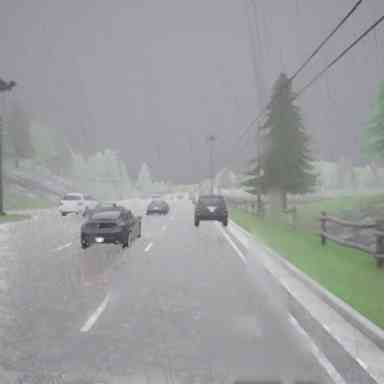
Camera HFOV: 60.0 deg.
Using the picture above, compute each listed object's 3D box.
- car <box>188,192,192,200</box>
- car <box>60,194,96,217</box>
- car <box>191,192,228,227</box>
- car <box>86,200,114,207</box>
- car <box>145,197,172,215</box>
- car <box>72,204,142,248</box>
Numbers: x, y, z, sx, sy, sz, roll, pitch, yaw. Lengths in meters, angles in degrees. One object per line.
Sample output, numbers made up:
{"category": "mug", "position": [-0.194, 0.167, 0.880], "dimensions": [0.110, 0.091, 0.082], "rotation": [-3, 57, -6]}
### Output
{"category": "car", "position": [0.000, 1.452, 87.343], "dimensions": [2.128, 1.511, 4.902], "rotation": [0, 0, 0]}
{"category": "car", "position": [-10.400, 1.196, 31.057], "dimensions": [2.150, 2.045, 5.566], "rotation": [0, 0, 0]}
{"category": "car", "position": [1.225, 1.205, 23.026], "dimensions": [2.150, 2.045, 5.566], "rotation": [0, 0, 0]}
{"category": "car", "position": [-6.900, 1.579, 27.611], "dimensions": [1.895, 1.301, 4.718], "rotation": [0, 0, 0]}
{"category": "car", "position": [-3.401, 1.537, 33.793], "dimensions": [1.994, 1.385, 4.181], "rotation": [0, 0, 0]}
{"category": "car", "position": [-3.400, 1.493, 14.643], "dimensions": [1.837, 1.490, 4.892], "rotation": [0, 0, 0]}
